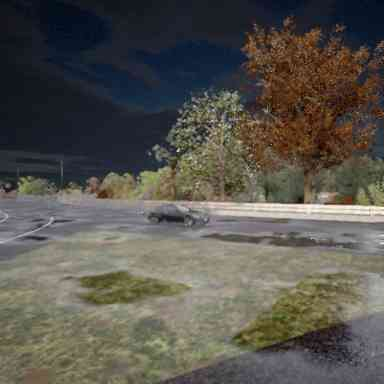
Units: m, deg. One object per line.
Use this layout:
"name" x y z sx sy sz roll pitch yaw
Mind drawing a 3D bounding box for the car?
"car" -1.041 1.564 23.142 4.674 1.442 1.812 0 0 33
